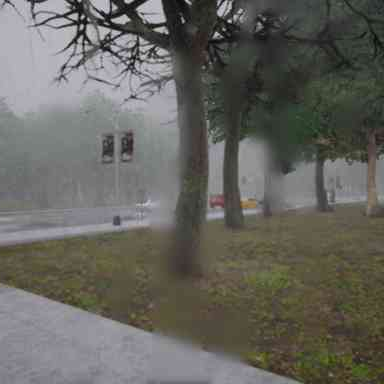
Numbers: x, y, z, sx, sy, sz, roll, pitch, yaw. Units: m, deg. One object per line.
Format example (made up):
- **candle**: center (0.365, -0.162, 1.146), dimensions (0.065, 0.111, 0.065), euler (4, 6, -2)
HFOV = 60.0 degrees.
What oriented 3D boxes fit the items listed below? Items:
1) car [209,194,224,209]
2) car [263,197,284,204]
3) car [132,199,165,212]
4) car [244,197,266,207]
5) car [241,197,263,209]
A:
- **car**: center (4.500, 1.265, 46.913), dimensions (2.150, 2.045, 5.566), euler (0, 0, 36)
- **car**: center (13.282, 1.551, 53.713), dimensions (1.882, 1.535, 5.008), euler (0, 0, 36)
- **car**: center (-5.047, 1.543, 39.333), dimensions (1.812, 1.442, 4.674), euler (0, 0, 35)
- **car**: center (10.567, 1.571, 55.507), dimensions (1.837, 1.490, 4.892), euler (0, 0, 36)
- **car**: center (7.496, 1.532, 45.508), dimensions (1.882, 1.535, 5.008), euler (0, 0, 36)
